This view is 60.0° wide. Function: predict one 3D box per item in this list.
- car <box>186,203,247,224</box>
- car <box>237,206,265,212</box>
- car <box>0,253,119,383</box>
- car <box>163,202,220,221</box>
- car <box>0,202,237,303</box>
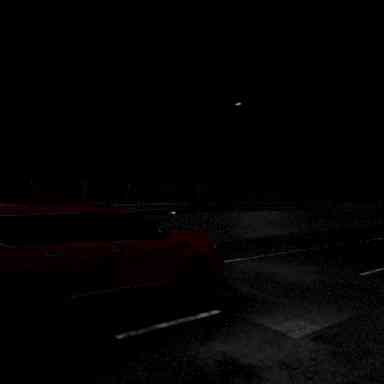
[{"bbox_3d":[2.053,1.688,26.955,4.892,1.490,1.837,1,0,-35],"label":"car"},{"bbox_3d":[3.947,1.745,24.007,4.181,1.385,1.994,1,0,-35],"label":"car"},{"bbox_3d":[-3.050,1.475,1.572,4.902,1.511,2.128,1,0,-36],"label":"car"},{"bbox_3d":[0.000,1.688,29.789,4.892,1.490,1.837,1,0,-35],"label":"car"},{"bbox_3d":[-1.939,1.246,6.663,5.566,2.045,2.150,0,0,-36],"label":"car"}]
